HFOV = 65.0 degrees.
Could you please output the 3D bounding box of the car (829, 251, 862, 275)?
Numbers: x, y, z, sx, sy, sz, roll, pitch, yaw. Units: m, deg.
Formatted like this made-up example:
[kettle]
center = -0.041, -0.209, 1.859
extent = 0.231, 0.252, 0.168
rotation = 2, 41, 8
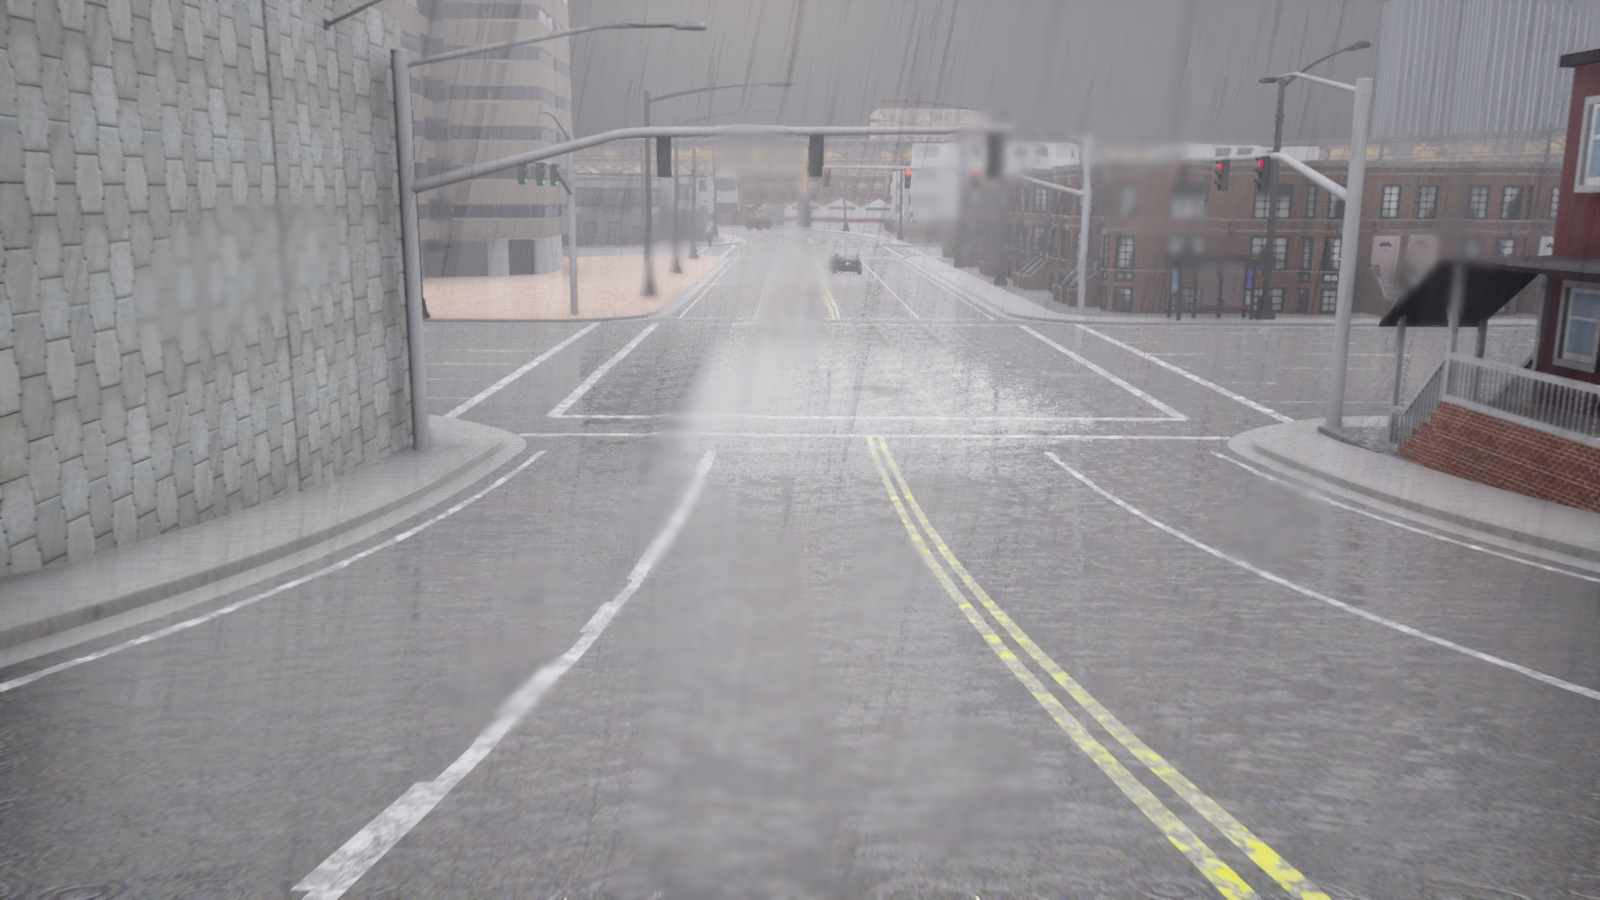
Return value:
[car]
center = 3.220, -13.384, 89.642
extent = 2.163, 1.488, 4.792
rotation = 0, 11, 0
